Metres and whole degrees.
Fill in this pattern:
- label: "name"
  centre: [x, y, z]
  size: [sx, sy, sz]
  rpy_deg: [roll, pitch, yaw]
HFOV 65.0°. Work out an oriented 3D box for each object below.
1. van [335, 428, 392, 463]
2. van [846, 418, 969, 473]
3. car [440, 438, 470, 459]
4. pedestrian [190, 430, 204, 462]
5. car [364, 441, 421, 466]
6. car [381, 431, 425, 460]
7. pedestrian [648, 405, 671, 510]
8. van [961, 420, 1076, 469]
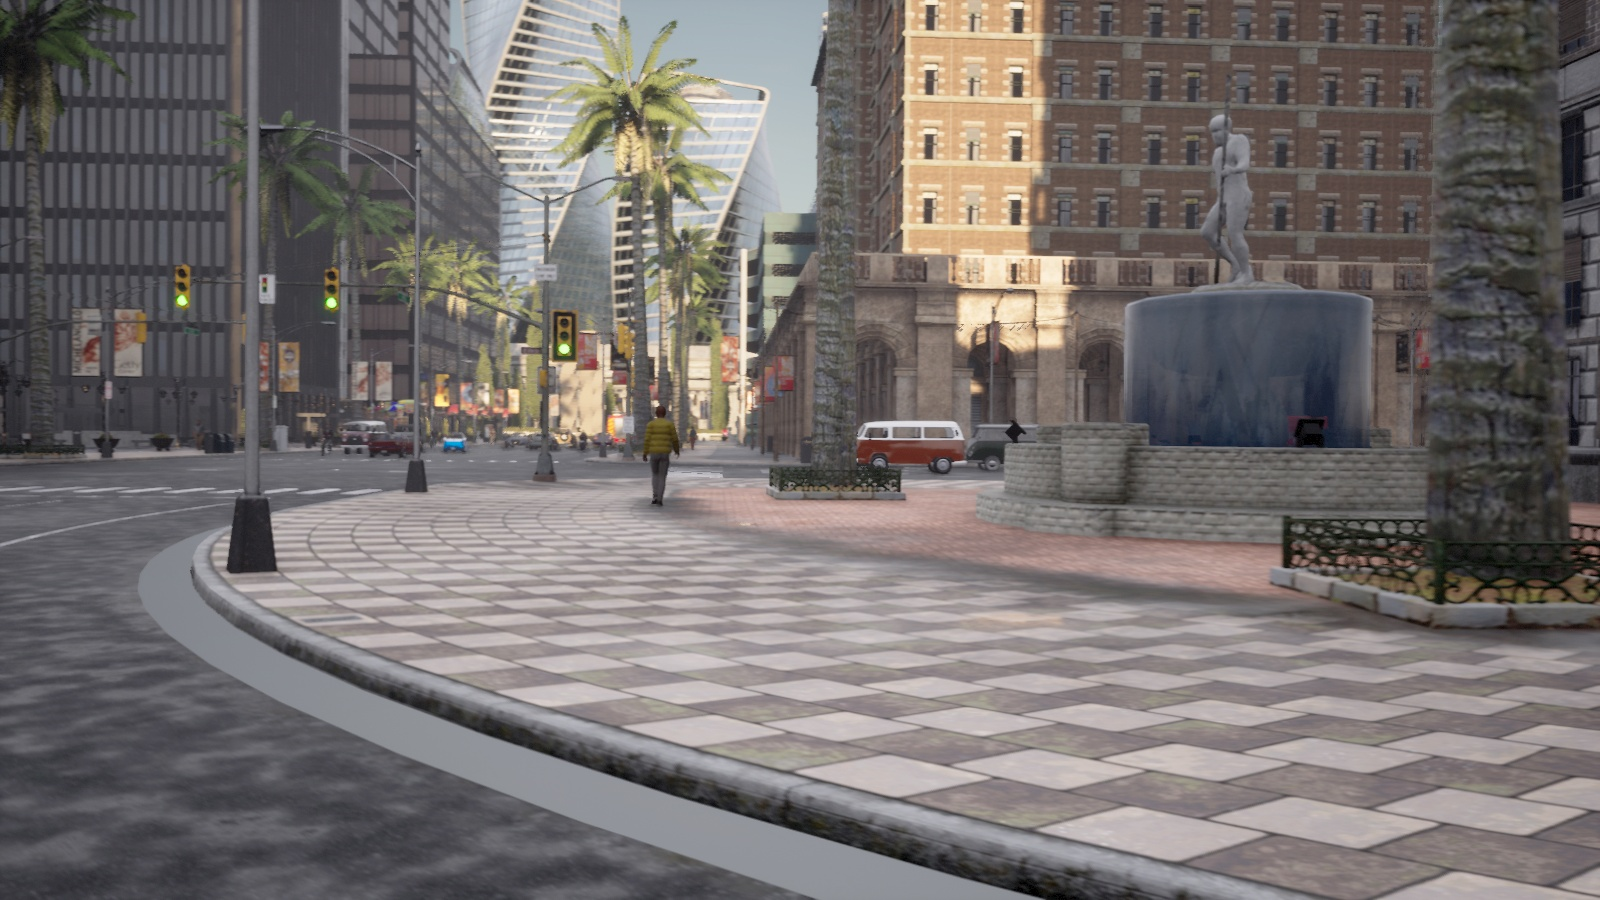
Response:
- label: "van"
  centre: [-26.385, -0.281, 76.008]
  size: [2.069, 2.038, 4.480]
  rpy_deg: [-1, 1, -3]
- label: "van"
  centre: [4.116, -0.191, 48.620]
  size: [4.480, 2.038, 2.069]
  rpy_deg: [-1, 1, -3]
- label: "car"
  centre: [-23.388, -0.090, 85.141]
  size: [1.481, 1.376, 2.207]
  rpy_deg: [-1, 0, -3]
- label: "pedestrian"
  centre: [-34.850, -0.234, 72.578]
  size: [0.540, 1.848, 0.694]
  rpy_deg: [-1, 1, -11]
- label: "car"
  centre: [-22.522, 0.144, 69.612]
  size: [1.895, 1.301, 4.718]
  rpy_deg: [-1, 1, -3]
- label: "car"
  centre: [-26.894, -0.319, 85.137]
  size: [1.905, 1.878, 3.866]
  rpy_deg: [-1, 1, -3]
- label: "pedestrian"
  centre: [-2.492, 0.129, 22.297]
  size: [0.370, 1.835, 0.726]
  rpy_deg: [-1, 1, -4]
- label: "van"
  centre: [9.092, -0.250, 52.384]
  size: [4.442, 1.987, 1.775]
  rpy_deg: [-1, 1, -3]
